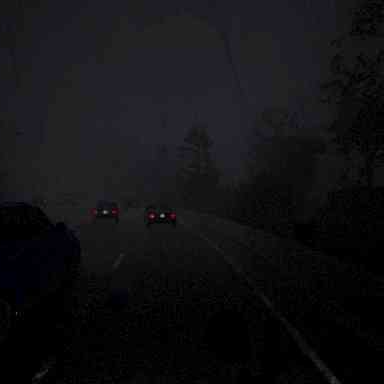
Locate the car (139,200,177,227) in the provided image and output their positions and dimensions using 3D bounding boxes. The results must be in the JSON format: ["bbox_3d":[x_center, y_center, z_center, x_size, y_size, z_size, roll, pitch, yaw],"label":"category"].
[{"bbox_3d":[-2.159,1.408,21.498,2.033,1.411,5.357,0,0,-11],"label":"car"}]

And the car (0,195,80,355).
[{"bbox_3d":[-3.718,1.188,5.919,2.150,2.045,5.566,0,0,-3],"label":"car"}]

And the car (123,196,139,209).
[{"bbox_3d":[-7.467,1.234,40.480,2.128,1.511,4.902,0,0,-20],"label":"car"}]

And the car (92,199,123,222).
[{"bbox_3d":[-6.334,1.392,24.511,2.033,1.411,5.357,0,0,-13],"label":"car"}]

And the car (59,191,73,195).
[{"bbox_3d":[-17.380,0.927,45.917,2.150,2.045,5.566,0,0,-24],"label":"car"}]
